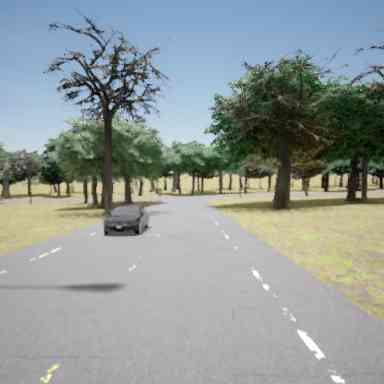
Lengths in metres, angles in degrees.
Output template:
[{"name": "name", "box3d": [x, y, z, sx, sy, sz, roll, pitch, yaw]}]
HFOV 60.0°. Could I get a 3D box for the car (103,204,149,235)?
[{"name": "car", "box3d": [-3.598, 1.462, 18.896, 1.882, 1.535, 5.008, 0, 0, 0]}]
